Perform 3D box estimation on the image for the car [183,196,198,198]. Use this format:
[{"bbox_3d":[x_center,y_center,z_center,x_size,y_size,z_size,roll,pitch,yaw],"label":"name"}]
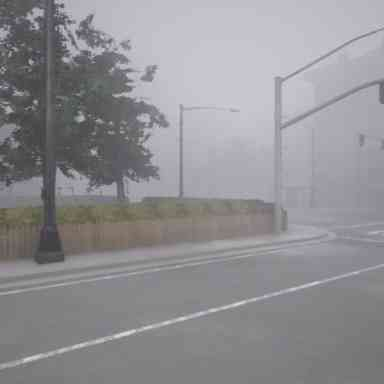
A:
[{"bbox_3d":[0.047,1.364,42.189,2.097,1.767,4.553,0,0,-35],"label":"car"}]
